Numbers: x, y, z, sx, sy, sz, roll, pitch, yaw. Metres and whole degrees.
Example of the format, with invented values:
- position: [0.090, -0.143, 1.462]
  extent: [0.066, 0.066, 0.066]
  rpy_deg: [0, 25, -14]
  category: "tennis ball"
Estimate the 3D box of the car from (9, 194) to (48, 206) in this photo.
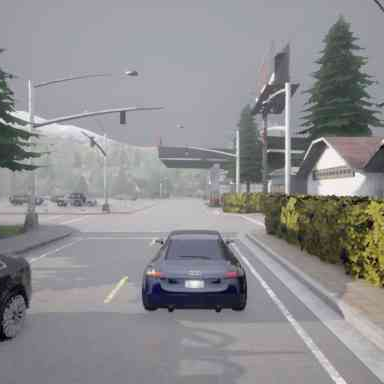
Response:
- position: [-24.637, 1.096, 49.593]
  extent: [4.605, 1.855, 1.932]
  rpy_deg: [0, 0, 0]
  category: "car"

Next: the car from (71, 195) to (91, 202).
- position: [-24.006, 1.318, 72.046]
  extent: [3.633, 1.501, 1.845]
  rpy_deg: [0, 0, 0]
  category: "car"

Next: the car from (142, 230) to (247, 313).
- position: [0.063, 1.564, 7.765]
  extent: [1.994, 1.385, 4.181]
  rpy_deg: [0, 0, 1]
  category: "car"

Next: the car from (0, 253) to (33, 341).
- position: [-3.608, 1.491, 3.697]
  extent: [2.128, 1.511, 4.902]
  rpy_deg: [0, 0, 0]
  category: "car"

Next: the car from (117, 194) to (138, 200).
- position: [-16.396, 1.329, 83.933]
  extent: [5.027, 1.636, 2.152]
  rpy_deg: [0, 0, 0]
  category: "car"

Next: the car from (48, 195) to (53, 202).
- position: [-23.994, 1.297, 62.053]
  extent: [4.514, 1.523, 2.007]
  rpy_deg: [0, 0, 0]
  category: "car"

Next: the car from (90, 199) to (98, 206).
- position: [-16.159, 1.360, 49.677]
  extent: [3.806, 1.475, 1.970]
  rpy_deg: [0, 0, 0]
  category: "car"

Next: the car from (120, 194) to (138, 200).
- position: [-16.466, 1.338, 87.070]
  extent: [4.514, 1.523, 2.007]
  rpy_deg: [0, 0, 0]
  category: "car"

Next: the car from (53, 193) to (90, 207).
- position: [-16.752, 1.076, 46.349]
  extent: [3.866, 1.878, 1.905]
  rpy_deg: [0, 0, 0]
  category: "car"

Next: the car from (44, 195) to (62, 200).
- position: [-35.062, 1.382, 83.979]
  extent: [3.806, 1.475, 1.970]
  rpy_deg: [0, 0, 0]
  category: "car"
